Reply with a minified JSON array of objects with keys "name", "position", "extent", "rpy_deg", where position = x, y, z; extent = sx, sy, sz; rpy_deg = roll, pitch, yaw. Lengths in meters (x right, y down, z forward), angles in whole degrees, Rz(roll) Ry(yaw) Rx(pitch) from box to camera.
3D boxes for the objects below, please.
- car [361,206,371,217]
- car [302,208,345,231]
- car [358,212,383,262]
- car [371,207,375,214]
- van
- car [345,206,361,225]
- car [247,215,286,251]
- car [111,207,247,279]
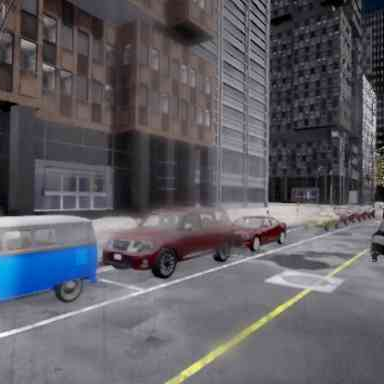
[{"name":"car","position":[16.079,2.120,32.944],"extent":[1.887,1.381,4.507],"rpy_deg":[0,-1,37]},{"name":"car","position":[9.362,1.918,23.958],"extent":[1.752,1.417,4.829],"rpy_deg":[0,-1,37]},{"name":"car","position":[7.989,1.733,12.450],"extent":[2.128,1.511,4.902],"rpy_deg":[0,-1,37]},{"name":"car","position":[19.386,2.211,37.369],"extent":[1.887,1.381,4.507],"rpy_deg":[0,-1,37]},{"name":"van","position":[-3.764,1.376,6.395],"extent":[1.690,1.788,3.998],"rpy_deg":[0,-1,37]},{"name":"car","position":[12.771,2.030,28.519],"extent":[1.887,1.381,4.507],"rpy_deg":[0,-1,37]},{"name":"car","position":[2.849,1.760,15.243],"extent":[1.887,1.381,4.507],"rpy_deg":[0,-1,37]},{"name":"car","position":[-0.456,1.440,10.820],"extent":[2.192,1.841,5.009],"rpy_deg":[0,-1,37]}]
